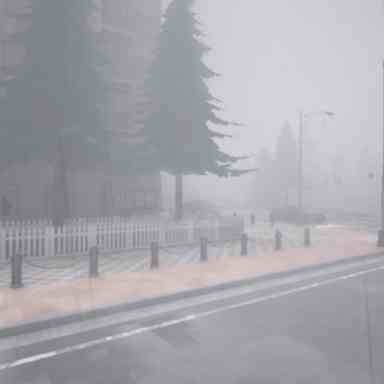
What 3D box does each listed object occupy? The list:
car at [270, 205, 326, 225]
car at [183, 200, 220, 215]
[{"bbox_3d":[7.954,1.665,25.244,1.994,1.385,4.181,0,0,-35],"label":"car"},{"bbox_3d":[0.922,1.593,35.339,2.128,1.511,4.902,0,0,-35],"label":"car"}]
